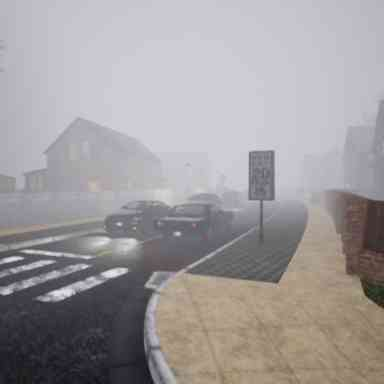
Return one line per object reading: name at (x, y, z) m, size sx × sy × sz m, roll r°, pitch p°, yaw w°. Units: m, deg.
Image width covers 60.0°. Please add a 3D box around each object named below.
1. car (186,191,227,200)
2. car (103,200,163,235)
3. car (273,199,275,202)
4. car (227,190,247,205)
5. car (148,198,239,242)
car at (0.793, 0.812, 23.407) m, size 1.882 × 1.535 × 5.008 m, roll 0°, pitch 1°, yaw 19°
car at (-2.216, 1.071, 15.267) m, size 1.994 × 1.385 × 4.181 m, roll 0°, pitch 1°, yaw 22°
car at (9.773, 0.284, 43.678) m, size 2.097 × 1.767 × 4.553 m, roll 0°, pitch 1°, yaw 14°
car at (3.872, 0.617, 32.935) m, size 1.882 × 1.535 × 5.008 m, roll 0°, pitch 2°, yaw 17°
car at (0.299, 1.122, 13.630) m, size 1.895 × 1.301 × 4.718 m, roll 0°, pitch 1°, yaw 22°
